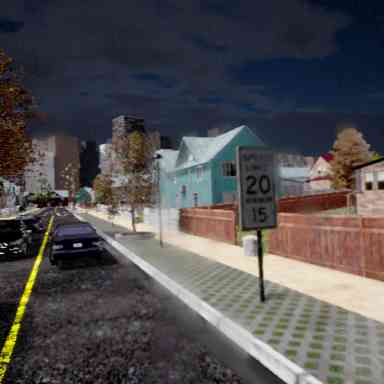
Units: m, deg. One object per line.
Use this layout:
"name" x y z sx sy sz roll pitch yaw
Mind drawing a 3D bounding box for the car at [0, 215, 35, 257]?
"car" -8.479 2.064 15.144 1.837 1.490 4.892 -2 -1 -22

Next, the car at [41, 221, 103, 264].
"car" -4.798 1.922 13.584 2.033 1.411 5.357 -2 -1 -22

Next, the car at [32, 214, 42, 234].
"car" -12.542 2.429 25.292 1.994 1.385 4.181 -2 -1 -21
